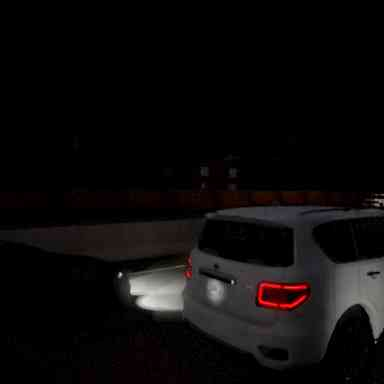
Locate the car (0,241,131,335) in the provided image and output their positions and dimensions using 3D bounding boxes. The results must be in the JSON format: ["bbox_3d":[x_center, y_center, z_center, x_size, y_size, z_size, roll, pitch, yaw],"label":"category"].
[{"bbox_3d":[-3.203,1.565,5.761,4.181,1.385,1.994,0,0,-35],"label":"car"}]

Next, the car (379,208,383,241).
[{"bbox_3d":[11.381,1.521,16.160,4.902,1.511,2.128,0,0,-35],"label":"car"}]

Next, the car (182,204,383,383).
[{"bbox_3d":[2.464,1.230,5.503,5.566,2.045,2.150,0,0,-35],"label":"car"}]
